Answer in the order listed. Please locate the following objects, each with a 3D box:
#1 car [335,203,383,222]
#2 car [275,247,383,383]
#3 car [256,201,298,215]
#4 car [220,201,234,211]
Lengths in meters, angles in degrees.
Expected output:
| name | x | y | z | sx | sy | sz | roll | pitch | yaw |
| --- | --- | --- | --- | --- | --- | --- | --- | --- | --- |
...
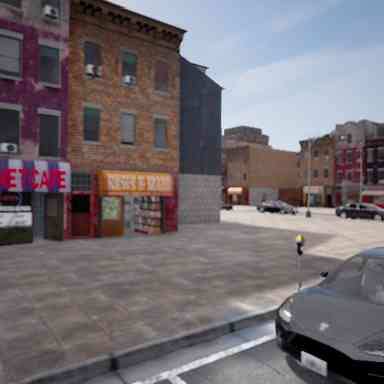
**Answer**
| name | x | y | z | sx | sy | sz | roll | pitch | yaw |
| --- | --- | --- | --- | --- | --- | --- | --- | --- | --- |
| car | 14.610 | 1.695 | 28.084 | 1.837 | 1.490 | 4.892 | 1 | -1 | -35 |
| car | 3.168 | 1.597 | 5.056 | 4.313 | 1.339 | 1.947 | 0 | 0 | -35 |
| car | 9.128 | 1.701 | 35.817 | 2.128 | 1.511 | 4.902 | 1 | -1 | -35 |
| car | 3.132 | 1.778 | 44.264 | 2.033 | 1.411 | 5.357 | 1 | -1 | -36 |
